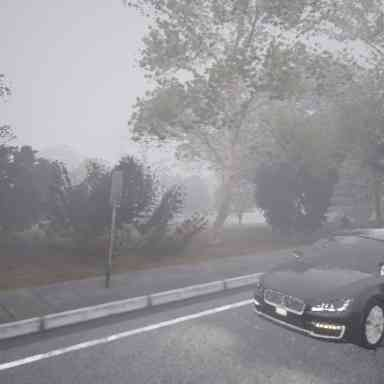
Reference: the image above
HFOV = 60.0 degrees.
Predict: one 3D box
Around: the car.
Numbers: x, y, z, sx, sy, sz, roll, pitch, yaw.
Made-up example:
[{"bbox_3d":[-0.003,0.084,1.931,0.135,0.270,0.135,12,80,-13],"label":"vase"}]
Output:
[{"bbox_3d":[3.298,1.521,6.348,4.892,1.490,1.837,0,0,-36],"label":"car"}]
